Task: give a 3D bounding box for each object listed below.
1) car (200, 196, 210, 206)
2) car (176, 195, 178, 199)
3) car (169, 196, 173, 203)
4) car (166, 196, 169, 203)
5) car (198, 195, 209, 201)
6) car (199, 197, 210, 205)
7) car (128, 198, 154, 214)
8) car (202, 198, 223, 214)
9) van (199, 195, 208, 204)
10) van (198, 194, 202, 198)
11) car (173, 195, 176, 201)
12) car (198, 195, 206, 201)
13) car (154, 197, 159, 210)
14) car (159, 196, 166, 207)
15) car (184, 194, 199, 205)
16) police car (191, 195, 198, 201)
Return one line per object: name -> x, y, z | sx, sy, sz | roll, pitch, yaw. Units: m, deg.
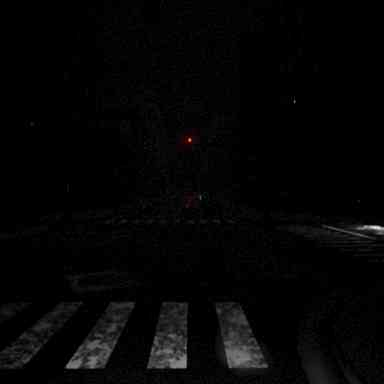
car -> 2.377, 1.638, 47.075 | 1.802, 1.307, 4.206 | 0, 0, 0
car -> -5.567, 1.715, 91.176 | 1.887, 1.381, 4.507 | 0, 0, 0
car -> -5.608, 1.548, 69.132 | 1.967, 1.590, 4.097 | 0, 0, 0
car -> -5.628, 1.630, 58.111 | 2.008, 1.369, 4.403 | 0, 0, 0
car -> 2.387, 1.633, 52.586 | 1.947, 1.339, 4.313 | 0, 0, 0
car -> 2.407, 1.644, 63.607 | 2.008, 1.369, 4.403 | 0, 0, 0
car -> -5.668, 1.478, 36.068 | 1.967, 1.590, 4.097 | 0, 0, 0
car -> 2.357, 1.604, 36.053 | 1.947, 1.339, 4.313 | 0, 0, 0
van -> 2.417, 1.449, 69.118 | 1.690, 1.788, 3.998 | 0, 0, 0
van -> 2.397, 1.421, 58.097 | 1.690, 1.788, 3.998 | 0, 0, 0
car -> -5.588, 1.689, 80.154 | 2.008, 1.369, 4.403 | 0, 0, 0
car -> 2.448, 1.595, 85.650 | 1.967, 1.590, 4.097 | 0, 0, 0
car -> -5.658, 1.487, 41.579 | 1.967, 1.590, 4.097 | 0, 0, 0
car -> -5.638, 1.649, 52.600 | 1.802, 1.307, 4.206 | 0, 0, 0
car -> -0.131, 1.570, 63.308 | 1.882, 1.535, 5.008 | 0, 0, 0
police car -> 0.644, 1.593, 90.134 | 1.930, 1.638, 5.238 | 0, 0, 0
